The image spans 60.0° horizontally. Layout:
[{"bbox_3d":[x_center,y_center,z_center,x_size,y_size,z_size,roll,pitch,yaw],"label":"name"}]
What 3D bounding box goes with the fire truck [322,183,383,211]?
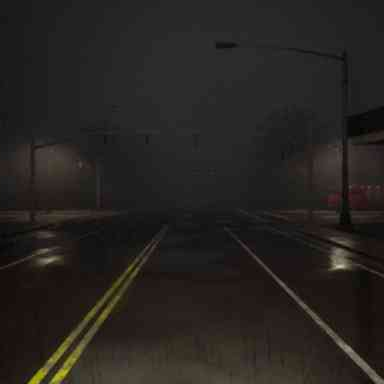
[{"bbox_3d":[22.714,0.643,46.298,8.468,3.827,2.891,0,0,1],"label":"fire truck"}]
